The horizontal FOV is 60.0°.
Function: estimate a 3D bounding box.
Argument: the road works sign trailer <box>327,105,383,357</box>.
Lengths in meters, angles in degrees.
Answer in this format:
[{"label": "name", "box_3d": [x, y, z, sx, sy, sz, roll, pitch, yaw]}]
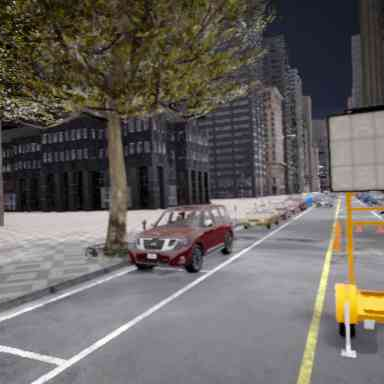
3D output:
[{"label": "road works sign trailer", "box_3d": [3.535, 0.370, 5.365, 2.380, 3.560, 2.880, -2, 0, 24]}]

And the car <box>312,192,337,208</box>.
[{"label": "car", "box_3d": [16.573, 1.184, 41.639, 2.128, 1.511, 4.902, -2, -1, 25]}]

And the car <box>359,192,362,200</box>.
[{"label": "car", "box_3d": [26.361, 0.928, 49.233, 1.887, 1.381, 4.507, -2, -1, 24]}]

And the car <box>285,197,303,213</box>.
[{"label": "car", "box_3d": [9.267, 1.475, 32.018, 1.802, 1.307, 4.206, -2, -1, 24]}]

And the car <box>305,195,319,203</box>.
[{"label": "car", "box_3d": [20.923, 1.239, 57.901, 1.802, 1.307, 4.206, -2, -1, 24]}]

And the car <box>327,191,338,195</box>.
[{"label": "car", "box_3d": [33.011, 0.871, 78.022, 1.837, 1.490, 4.892, -2, -1, 24]}]

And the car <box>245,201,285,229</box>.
[{"label": "car", "box_3d": [4.533, 1.517, 21.511, 1.752, 1.417, 4.829, -2, -1, 24]}]

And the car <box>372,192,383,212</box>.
[{"label": "car", "box_3d": [17.031, 1.013, 28.526, 1.967, 1.590, 4.097, -2, -1, 24]}]

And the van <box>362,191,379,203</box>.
[{"label": "van", "box_3d": [24.022, 0.771, 44.058, 1.690, 1.788, 3.998, -2, -1, 24]}]

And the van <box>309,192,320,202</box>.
[{"label": "van", "box_3d": [23.245, 0.952, 63.080, 1.690, 1.788, 3.998, -2, -1, 24]}]

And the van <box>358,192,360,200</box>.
[{"label": "van", "box_3d": [28.684, 0.677, 54.411, 1.690, 1.788, 3.998, -2, -1, 24]}]

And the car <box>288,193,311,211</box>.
[{"label": "car", "box_3d": [11.588, 1.161, 37.197, 2.192, 1.841, 5.009, -2, -1, 24]}]

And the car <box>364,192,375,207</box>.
[{"label": "car", "box_3d": [21.699, 1.028, 38.880, 2.008, 1.369, 4.403, -2, -1, 24]}]

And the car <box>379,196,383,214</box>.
[{"label": "car", "box_3d": [14.705, 1.172, 23.349, 2.008, 1.369, 4.403, -2, -1, 24]}]

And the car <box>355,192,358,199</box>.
[{"label": "car", "box_3d": [33.351, 0.684, 64.764, 1.967, 1.590, 4.097, -2, -1, 24]}]

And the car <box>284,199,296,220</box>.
[{"label": "car", "box_3d": [6.936, 1.523, 26.842, 1.802, 1.307, 4.206, -2, -1, 24]}]

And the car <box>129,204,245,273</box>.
[{"label": "car", "box_3d": [-0.068, 1.403, 11.314, 2.192, 1.841, 5.009, -2, -1, 24]}]
